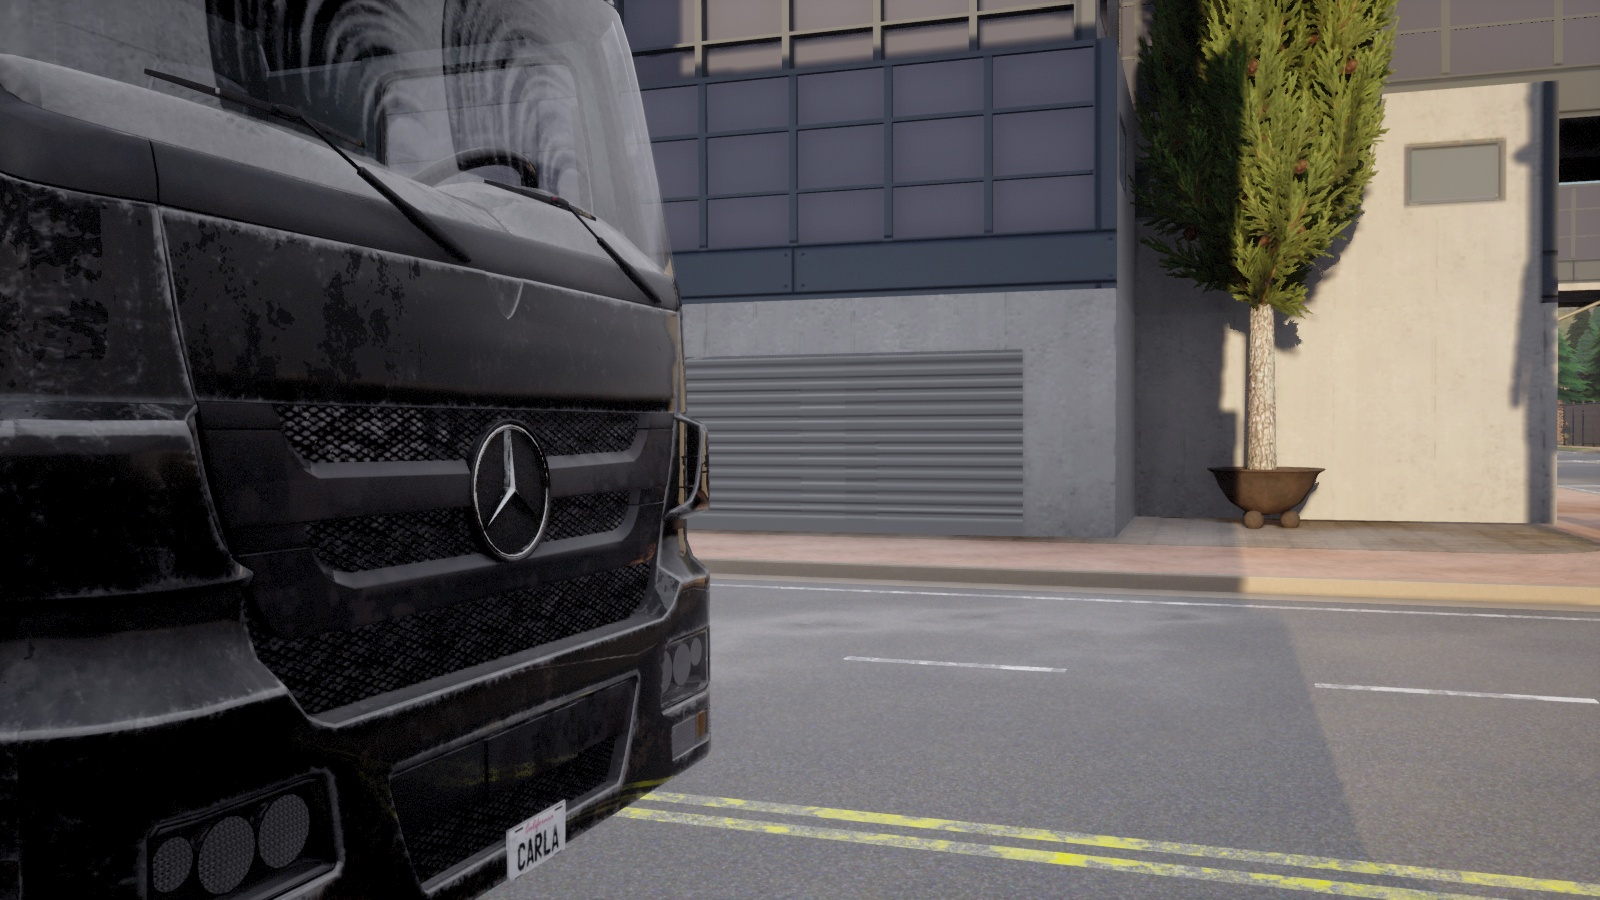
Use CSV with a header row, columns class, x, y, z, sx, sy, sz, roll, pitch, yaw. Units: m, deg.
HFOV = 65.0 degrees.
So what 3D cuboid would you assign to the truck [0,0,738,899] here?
class,x,y,z,sx,sy,sz,roll,pitch,yaw
truck,-4.464,-0.248,4.736,7.936,3.462,2.891,1,1,20
